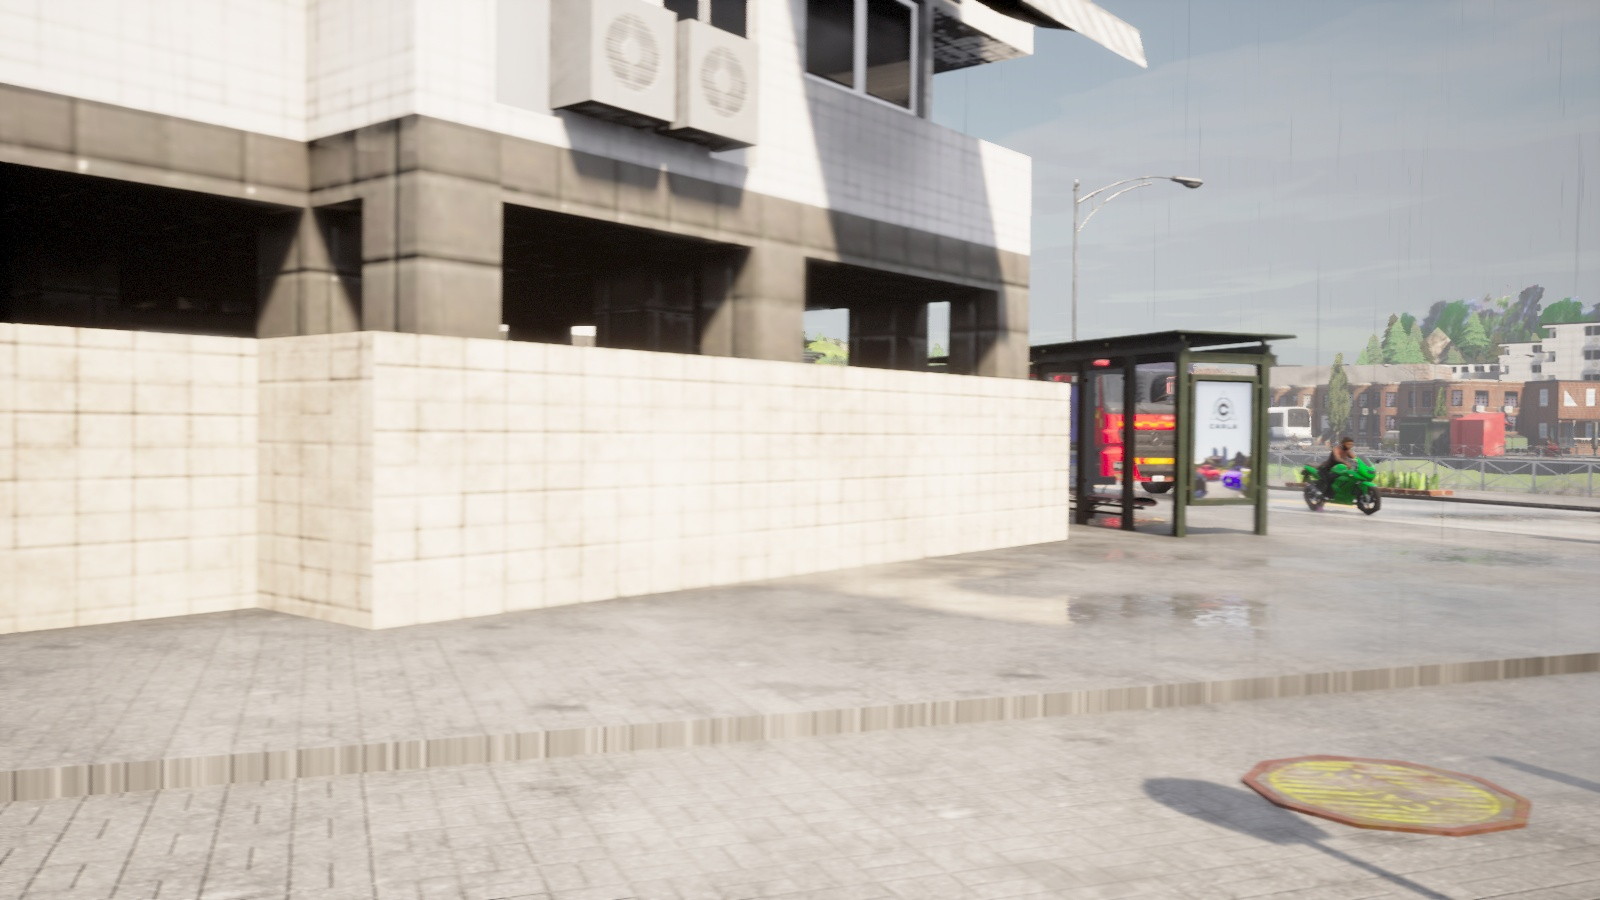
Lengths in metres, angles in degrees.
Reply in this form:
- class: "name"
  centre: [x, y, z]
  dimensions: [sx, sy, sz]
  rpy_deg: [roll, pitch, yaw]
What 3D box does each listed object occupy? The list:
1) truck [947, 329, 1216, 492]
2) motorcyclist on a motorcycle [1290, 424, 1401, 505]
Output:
- class: "truck"
  centre: [7.257, -0.998, 33.985]
  dimensions: [2.891, 3.827, 8.468]
  rpy_deg: [-1, 1, -21]
- class: "motorcyclist on a motorcycle"
  centre: [10.753, 0.260, 24.833]
  dimensions: [0.797, 1.523, 2.044]
  rpy_deg: [-1, 1, -21]
